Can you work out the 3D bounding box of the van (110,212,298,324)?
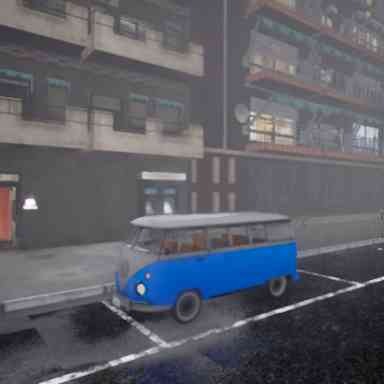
[{"bbox_3d":[0.433,1.337,6.861,3.998,1.788,1.690,0,0,-35],"label":"van"}]
